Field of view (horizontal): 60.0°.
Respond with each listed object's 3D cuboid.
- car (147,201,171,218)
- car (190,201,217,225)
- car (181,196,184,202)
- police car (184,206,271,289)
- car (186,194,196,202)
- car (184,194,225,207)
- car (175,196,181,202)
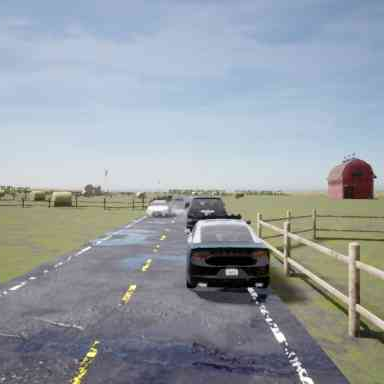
[{"bbox_3d":[-2.918,1.522,29.759,1.812,1.442,4.674,0,0,0],"label":"car"},{"bbox_3d":[0.766,1.502,25.230,1.837,1.490,4.892,0,0,0],"label":"car"},{"bbox_3d":[-0.077,1.540,46.080,2.033,1.411,5.357,0,0,0],"label":"car"},{"bbox_3d":[0.802,1.424,9.340,1.930,1.638,5.238,0,0,0],"label":"police car"},{"bbox_3d":[-0.163,1.257,71.673,2.097,1.767,4.553,0,0,0],"label":"car"},{"bbox_3d":[0.779,1.222,19.259,2.150,2.045,5.566,0,0,0],"label":"car"},{"bbox_3d":[-2.923,1.542,76.255,1.994,1.385,4.181,0,0,0],"label":"car"}]
